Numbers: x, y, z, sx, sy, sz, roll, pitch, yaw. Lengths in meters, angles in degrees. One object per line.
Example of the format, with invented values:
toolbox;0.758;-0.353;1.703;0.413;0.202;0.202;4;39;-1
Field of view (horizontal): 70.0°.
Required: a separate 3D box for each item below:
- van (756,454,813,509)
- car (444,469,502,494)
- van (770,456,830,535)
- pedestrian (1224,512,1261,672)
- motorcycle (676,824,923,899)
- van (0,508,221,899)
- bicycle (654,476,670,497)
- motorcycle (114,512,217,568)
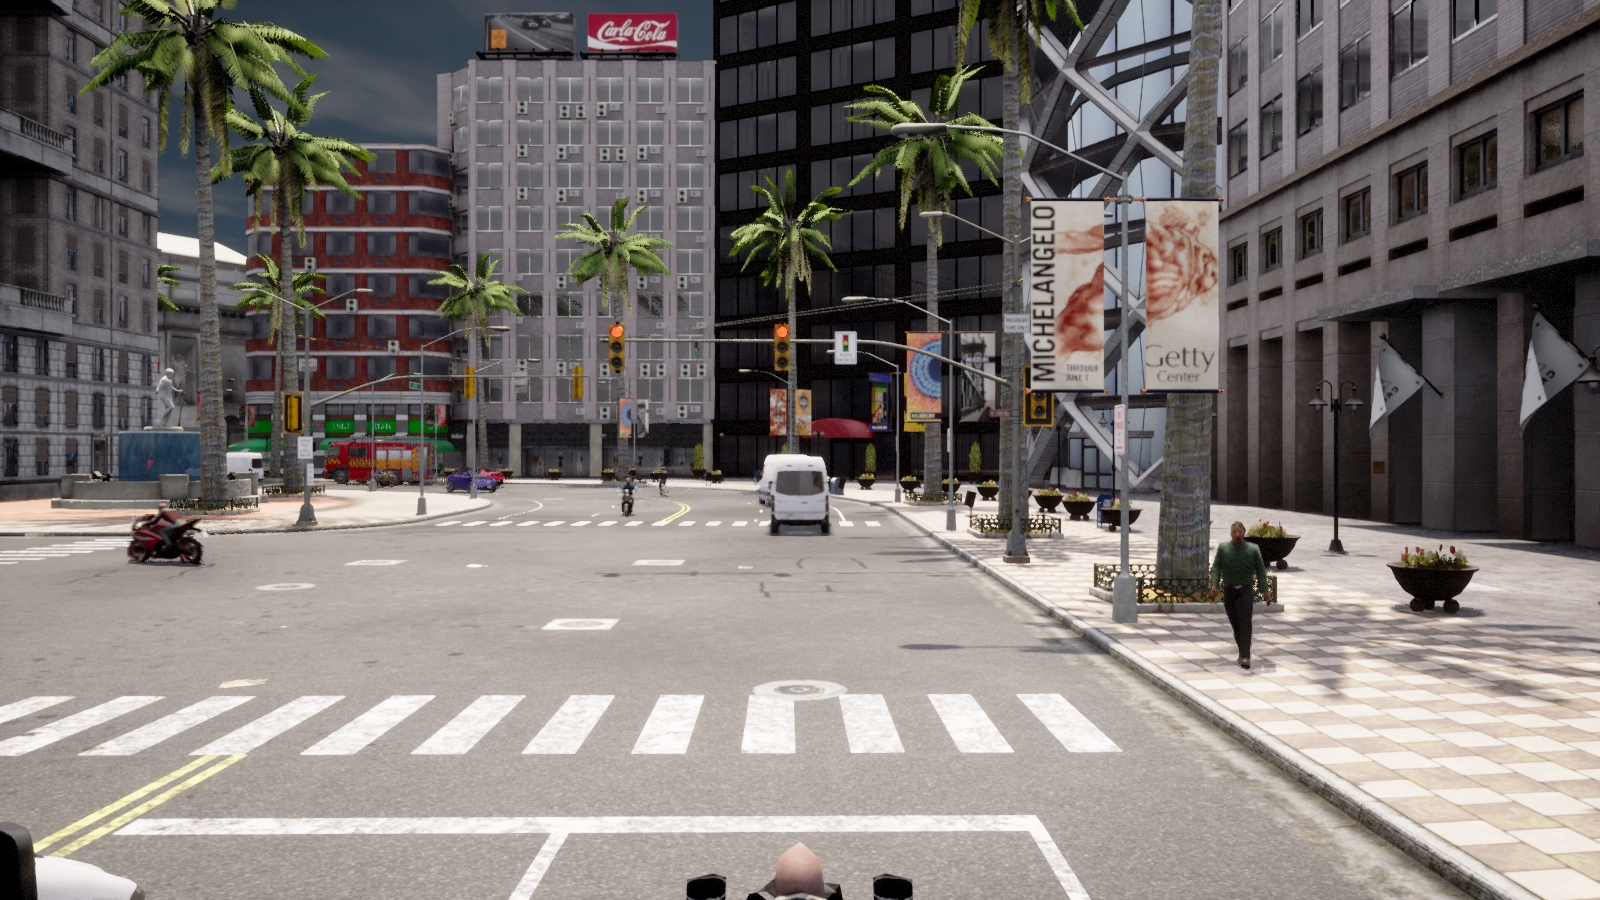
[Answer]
van;-0.848;1.512;56.926;1.988;2.561;5.915;0;0;-9
car;-20.950;2.009;73.152;3.633;1.501;1.845;0;0;40
van;-0.003;1.518;40.448;1.988;2.561;5.915;0;0;0
pedestrian;5.323;1.690;13.735;0.375;1.860;0.375;0;0;26
motorcycle;-0.001;2.203;3.717;0.867;1.251;2.209;0;0;0
van;-3.507;1.533;1.998;1.988;2.561;5.915;0;0;0
bicycle;-8.235;2.183;68.252;0.329;1.171;1.835;0;0;-28
motorcycle;-15.536;2.194;27.986;2.209;1.251;0.867;0;1;15
